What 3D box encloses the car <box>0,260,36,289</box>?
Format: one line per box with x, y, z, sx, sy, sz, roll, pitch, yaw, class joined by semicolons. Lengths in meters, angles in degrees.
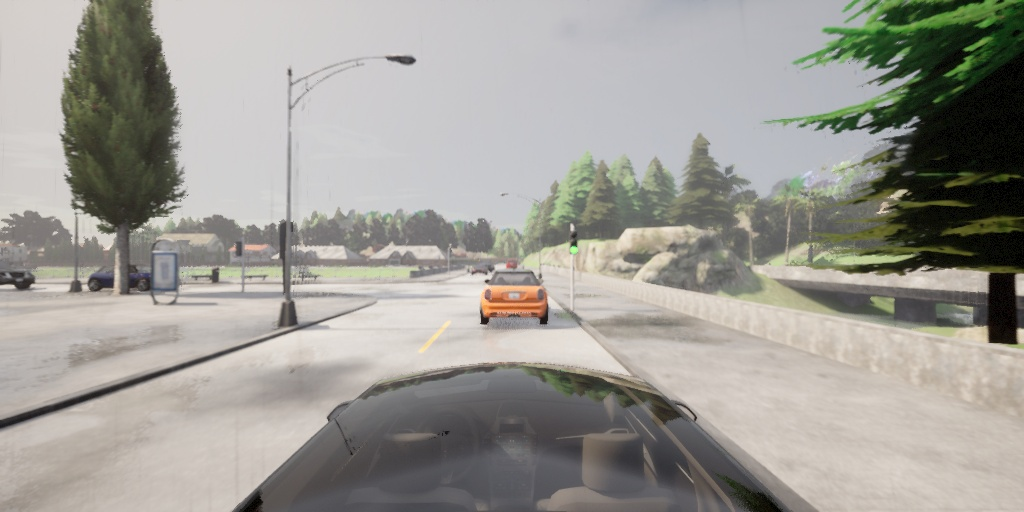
-34.473;1.198;23.082;5.566;2.045;2.150;0;-1;0;car

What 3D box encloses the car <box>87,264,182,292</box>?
-24.150;1.328;23.105;4.553;1.767;2.097;0;-1;0;car

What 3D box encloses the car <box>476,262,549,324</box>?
0.068;1.217;12.639;2.097;1.767;4.553;0;-1;0;car

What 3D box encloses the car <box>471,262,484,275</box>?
-4.193;1.793;47.188;1.994;1.385;4.181;0;-1;0;car

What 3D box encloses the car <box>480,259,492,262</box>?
-4.198;1.552;56.787;2.150;2.045;5.566;0;-1;0;car
